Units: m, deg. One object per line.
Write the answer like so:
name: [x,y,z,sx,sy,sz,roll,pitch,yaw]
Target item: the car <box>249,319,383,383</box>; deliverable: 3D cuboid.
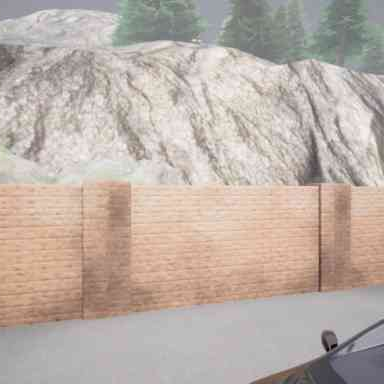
car: [2.067,1.492,1.964,4.902,1.511,2.128,0,0,-19]
